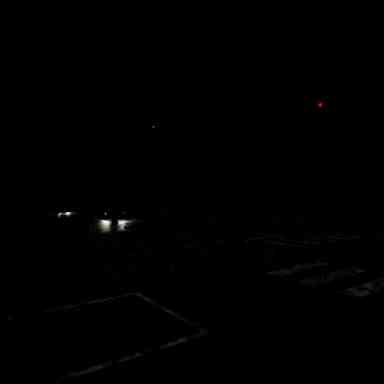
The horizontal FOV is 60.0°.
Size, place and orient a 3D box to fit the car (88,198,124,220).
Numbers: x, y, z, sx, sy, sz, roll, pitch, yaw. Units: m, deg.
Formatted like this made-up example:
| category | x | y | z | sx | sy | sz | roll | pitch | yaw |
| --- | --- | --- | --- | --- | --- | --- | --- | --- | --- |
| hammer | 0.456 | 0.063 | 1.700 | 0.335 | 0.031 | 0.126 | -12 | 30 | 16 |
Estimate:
| category | x | y | z | sx | sy | sz | roll | pitch | yaw |
| --- | --- | --- | --- | --- | --- | --- | --- | --- | --- |
| car | -8.989 | 1.680 | 34.346 | 2.150 | 2.045 | 5.566 | -1 | 0 | -35 |

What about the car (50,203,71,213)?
| category | x | y | z | sx | sy | sz | roll | pitch | yaw |
| --- | --- | --- | --- | --- | --- | --- | --- | --- | --- |
| car | -19.713 | 2.385 | 49.681 | 2.033 | 1.411 | 5.357 | -1 | -1 | -35 |
